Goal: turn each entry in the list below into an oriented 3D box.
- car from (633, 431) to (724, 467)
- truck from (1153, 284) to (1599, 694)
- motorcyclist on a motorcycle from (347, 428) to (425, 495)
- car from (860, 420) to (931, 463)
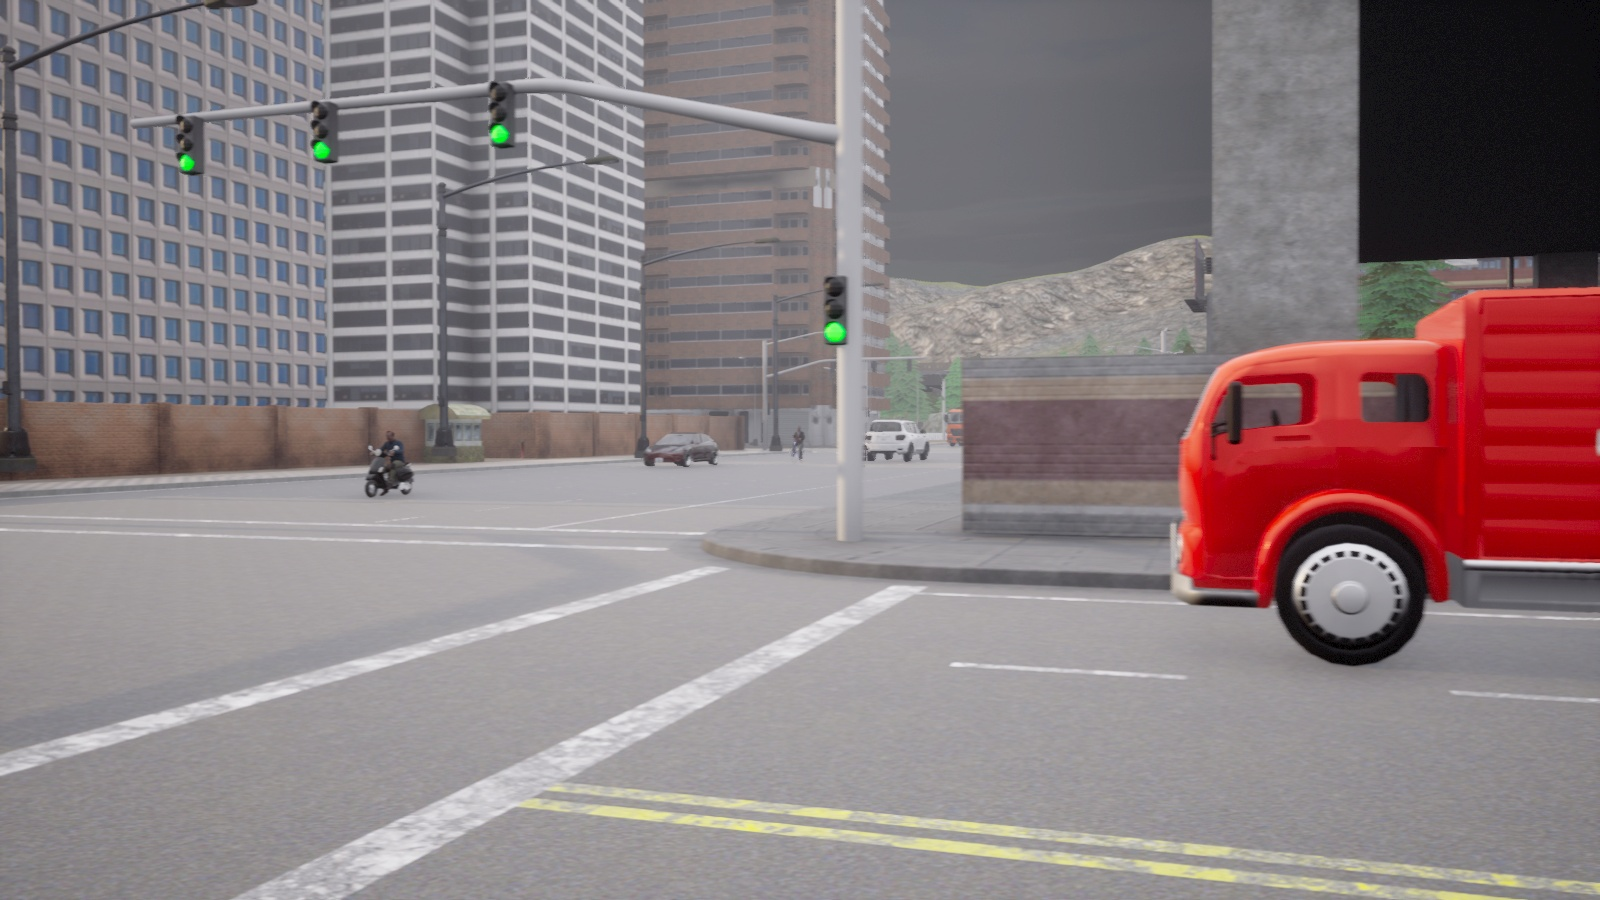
[{"bbox_3d":[-5.240,-0.074,55.012,2.163,1.488,4.792,1,1,19],"label":"car"},{"bbox_3d":[5.254,0.219,8.804,5.204,2.467,2.627,1,1,19],"label":"truck"},{"bbox_3d":[-10.034,0.254,30.507,0.866,1.590,1.817,1,1,19],"label":"motorcyclist on a motorcycle"},{"bbox_3d":[4.813,-0.439,62.624,2.150,2.045,5.566,1,1,19],"label":"car"}]
